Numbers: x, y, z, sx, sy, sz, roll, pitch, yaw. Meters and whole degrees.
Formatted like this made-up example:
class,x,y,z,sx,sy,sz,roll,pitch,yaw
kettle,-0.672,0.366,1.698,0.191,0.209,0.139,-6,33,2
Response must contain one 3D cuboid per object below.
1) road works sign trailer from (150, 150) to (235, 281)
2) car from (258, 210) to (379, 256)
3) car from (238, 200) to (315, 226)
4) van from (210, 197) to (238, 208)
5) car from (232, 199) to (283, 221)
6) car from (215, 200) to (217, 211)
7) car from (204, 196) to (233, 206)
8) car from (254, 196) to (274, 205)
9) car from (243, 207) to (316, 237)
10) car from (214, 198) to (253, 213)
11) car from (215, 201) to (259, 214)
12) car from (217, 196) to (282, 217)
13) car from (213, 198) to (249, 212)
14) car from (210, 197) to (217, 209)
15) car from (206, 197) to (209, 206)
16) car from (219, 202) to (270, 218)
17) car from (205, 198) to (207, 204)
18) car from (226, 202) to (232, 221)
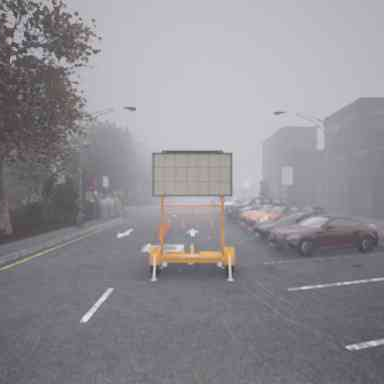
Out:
class,x,y,z,sx,sy,sz,roll,pitch,yaw
road works sign trailer,0.010,0.545,10.103,2.380,3.560,2.880,0,0,0
car,5.326,1.633,13.364,4.674,1.452,2.002,1,0,-20
car,5.378,1.518,19.377,4.553,1.767,2.185,1,0,-20
van,5.633,1.828,58.449,4.442,1.987,1.878,1,-1,-20
car,5.391,1.545,22.378,4.553,1.767,2.185,1,0,-20
car,5.228,1.748,31.310,5.366,1.575,1.946,1,0,-20
car,5.561,1.942,70.441,5.566,2.045,2.435,1,-1,-20
car,18.562,2.138,86.403,2.435,2.045,5.566,0,0,-21
car,5.306,1.647,16.356,4.792,1.488,2.163,1,0,-20
car,5.432,1.753,43.383,4.553,1.767,2.185,1,-1,-20
car,5.423,1.876,40.367,4.792,1.488,2.163,1,0,-20
car,5.376,1.474,28.354,5.566,2.045,2.435,1,0,-20
car,5.446,1.787,46.384,4.553,1.767,2.185,1,-1,-20
car,5.410,1.563,37.370,5.566,2.045,2.435,1,0,-20
car,5.505,2.016,55.402,5.008,1.535,2.097,1,-1,-20
car,5.389,1.814,34.366,4.792,1.488,2.163,1,0,-20
car,5.358,2.116,64.346,5.366,1.575,1.946,1,0,-20
car,5.368,1.737,25.373,4.674,1.452,2.002,1,-1,-20
